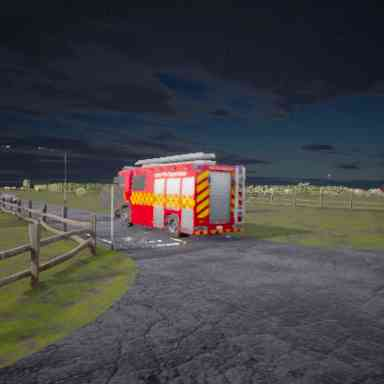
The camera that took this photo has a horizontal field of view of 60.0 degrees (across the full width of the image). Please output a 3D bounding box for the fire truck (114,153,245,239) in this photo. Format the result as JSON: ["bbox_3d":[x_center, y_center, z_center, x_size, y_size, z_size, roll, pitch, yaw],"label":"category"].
[{"bbox_3d":[-1.159,0.194,17.711,2.891,3.827,8.468,1,0,-36],"label":"fire truck"}]

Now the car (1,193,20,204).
[{"bbox_3d":[-24.931,0.848,45.563,2.128,1.511,4.902,1,0,-36],"label":"car"}]
